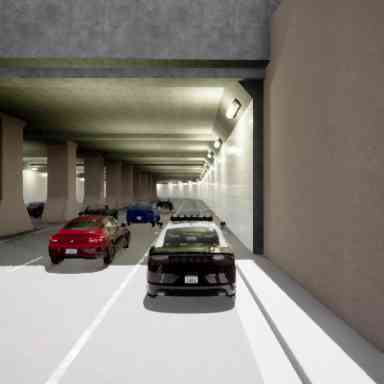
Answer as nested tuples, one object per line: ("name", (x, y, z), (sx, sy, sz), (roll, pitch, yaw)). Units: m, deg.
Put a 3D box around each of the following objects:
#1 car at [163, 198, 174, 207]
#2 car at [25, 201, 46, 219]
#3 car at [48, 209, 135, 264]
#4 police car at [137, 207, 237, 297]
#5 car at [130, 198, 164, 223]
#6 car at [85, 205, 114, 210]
("car", (-3.310, 1.492, 41.593), (2.128, 1.511, 4.902), (0, 0, 0))
("car", (-13.961, 1.548, 29.846), (2.033, 1.411, 5.357), (0, 0, 0))
("car", (-3.400, 1.527, 11.633), (1.812, 1.442, 4.674), (0, -1, 0))
("police car", (-0.012, 1.425, 8.760), (1.930, 1.638, 5.238), (0, 0, 0))
("car", (-3.321, 1.478, 23.393), (1.882, 1.535, 5.008), (0, 0, 0))
("car", (-6.813, 1.601, 24.941), (1.895, 1.301, 4.718), (0, 0, 0))
